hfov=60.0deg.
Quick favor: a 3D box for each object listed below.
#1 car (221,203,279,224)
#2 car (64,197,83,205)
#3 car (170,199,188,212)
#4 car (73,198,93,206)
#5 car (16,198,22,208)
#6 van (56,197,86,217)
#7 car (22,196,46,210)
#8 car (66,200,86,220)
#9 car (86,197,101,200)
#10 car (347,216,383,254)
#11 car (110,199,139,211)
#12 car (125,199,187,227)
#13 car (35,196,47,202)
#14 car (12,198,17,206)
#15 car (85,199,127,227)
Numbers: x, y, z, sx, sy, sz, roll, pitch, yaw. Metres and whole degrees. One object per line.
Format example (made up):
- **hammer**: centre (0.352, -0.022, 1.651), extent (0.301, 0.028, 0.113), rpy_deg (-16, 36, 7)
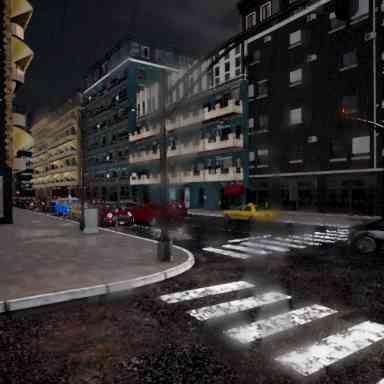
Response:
- **car**: centre (4.093, 1.498, 24.417), extent (1.752, 1.417, 4.829), rpy_deg (-1, 1, -35)
- **car**: centre (-21.503, 1.646, 60.333), extent (2.008, 1.369, 4.403), rpy_deg (-1, 1, -35)
- **car**: centre (-2.233, 1.441, 33.291), extent (1.967, 1.590, 4.097), rpy_deg (-1, 1, -35)
- **car**: centre (-18.291, 1.644, 55.826), extent (1.947, 1.339, 4.313), rpy_deg (-1, 1, -35)
- **car**: centre (-25.115, 1.770, 50.963), extent (1.947, 1.339, 4.313), rpy_deg (-1, 1, -35)
- **van**: centre (-12.270, 1.483, 32.934), extent (1.690, 1.788, 3.998), rpy_deg (-1, 1, -35)
- **car**: centre (-21.905, 1.628, 46.456), extent (1.967, 1.590, 4.097), rpy_deg (-1, 1, -35)
- **car**: centre (-8.957, 1.652, 28.290), extent (1.752, 1.417, 4.829), rpy_deg (-1, 1, -35)
- **car**: centre (-12.477, 1.606, 37.711), extent (2.128, 1.511, 4.902), rpy_deg (-1, 0, -35)
- **car**: centre (8.090, 1.564, 12.384), extent (4.181, 1.385, 1.994), rpy_deg (-1, 1, 28)
- **car**: centre (-8.655, 1.582, 42.305), extent (2.008, 1.369, 4.403), rpy_deg (-1, 1, -35)
- **car**: centre (-2.752, 1.547, 24.043), extent (1.882, 1.535, 5.008), rpy_deg (-1, 0, -35)
- **car**: centre (-37.562, 1.729, 82.868), extent (1.887, 1.381, 4.507), rpy_deg (-1, 1, -35)
- **car**: centre (-31.539, 1.783, 59.977), extent (1.887, 1.381, 4.507), rpy_deg (-1, 1, -35)
- **car**: centre (-5.845, 1.553, 23.922), extent (1.967, 1.590, 4.097), rpy_deg (-1, 1, -35)
